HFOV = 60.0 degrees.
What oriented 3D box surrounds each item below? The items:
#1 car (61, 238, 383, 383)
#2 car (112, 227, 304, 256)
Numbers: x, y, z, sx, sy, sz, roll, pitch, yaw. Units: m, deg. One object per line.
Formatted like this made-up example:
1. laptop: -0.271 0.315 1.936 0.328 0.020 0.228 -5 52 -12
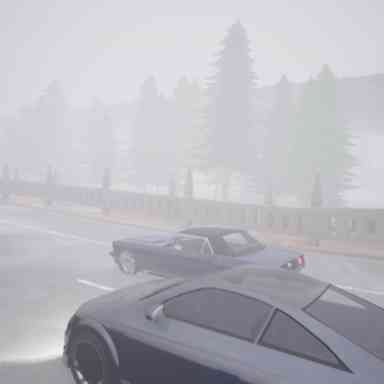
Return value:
1. car: 0.467 1.543 3.659 4.181 1.385 1.994 1 1 36
2. car: 0.147 1.522 8.187 4.718 1.301 1.895 2 1 35
